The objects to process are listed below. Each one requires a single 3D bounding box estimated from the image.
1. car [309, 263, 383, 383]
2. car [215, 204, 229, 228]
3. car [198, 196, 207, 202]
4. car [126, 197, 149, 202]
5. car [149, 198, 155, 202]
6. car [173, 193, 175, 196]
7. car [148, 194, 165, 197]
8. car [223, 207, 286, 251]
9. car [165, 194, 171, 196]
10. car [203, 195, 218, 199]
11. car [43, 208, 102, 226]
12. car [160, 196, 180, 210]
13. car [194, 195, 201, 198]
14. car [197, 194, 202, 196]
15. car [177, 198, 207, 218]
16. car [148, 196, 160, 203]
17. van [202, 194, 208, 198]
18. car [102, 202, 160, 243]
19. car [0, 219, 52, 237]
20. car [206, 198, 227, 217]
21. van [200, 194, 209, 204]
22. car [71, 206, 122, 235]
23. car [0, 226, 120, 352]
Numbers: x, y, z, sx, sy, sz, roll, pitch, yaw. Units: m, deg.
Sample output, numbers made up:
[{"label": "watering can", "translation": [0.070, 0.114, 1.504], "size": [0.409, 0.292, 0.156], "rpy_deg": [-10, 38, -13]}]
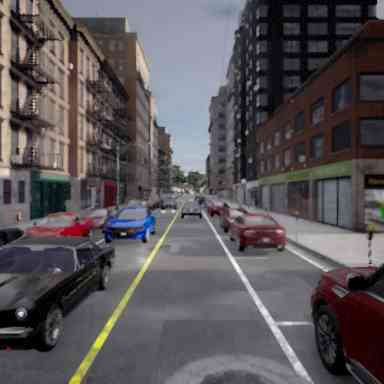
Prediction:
[{"label": "car", "translation": [2.634, 1.314, 2.582], "size": [2.192, 1.841, 5.009], "rpy_deg": [0, 0, 0]}, {"label": "car", "translation": [2.571, 1.591, 19.618], "size": [1.802, 1.307, 4.206], "rpy_deg": [0, 0, 0]}, {"label": "car", "translation": [2.363, 1.608, 76.407], "size": [1.802, 1.307, 4.206], "rpy_deg": [0, 0, 0]}, {"label": "car", "translation": [-5.501, 1.461, 30.952], "size": [1.967, 1.590, 4.097], "rpy_deg": [0, 0, 0]}, {"label": "car", "translation": [-5.523, 1.605, 36.630], "size": [1.802, 1.307, 4.206], "rpy_deg": [0, 0, 0]}, {"label": "car", "translation": [-5.675, 1.349, 76.378], "size": [2.192, 1.841, 5.009], "rpy_deg": [0, 0, 0]}, {"label": "car", "translation": [-5.566, 1.343, 47.987], "size": [2.192, 1.841, 5.009], "rpy_deg": [0, 0, 0]}, {"label": "car", "translation": [2.592, 1.551, 13.939], "size": [1.887, 1.381, 4.507], "rpy_deg": [0, 0, 0]}, {"label": "car", "translation": [-5.632, 1.347, 65.022], "size": [2.192, 1.841, 5.009], "rpy_deg": [0, 0, 0]}, {"label": "car", "translation": [2.509, 1.456, 36.655], "size": [1.967, 1.590, 4.097], "rpy_deg": [0, 0, 0]}, {"label": "car", "translation": [-5.436, 1.558, 13.917], "size": [1.887, 1.381, 4.507], "rpy_deg": [0, 0, 0]}, {"label": "car", "translation": [-2.912, 1.588, 43.146], "size": [1.994, 1.385, 4.181], "rpy_deg": [0, 0, 0]}, {"label": "car", "translation": [-0.093, 1.548, 46.513], "size": [1.812, 1.442, 4.674], "rpy_deg": [0, 0, 0]}, {"label": "car", "translation": [2.426, 1.338, 59.370], "size": [2.192, 1.841, 5.009], "rpy_deg": [0, 0, 0]}, {"label": "car", "translation": [-0.033, 1.563, 29.874], "size": [2.033, 1.411, 5.357], "rpy_deg": [0, 0, 0]}, {"label": "car", "translation": [-5.545, 1.592, 42.308], "size": [1.947, 1.339, 4.313], "rpy_deg": [0, 0, 0]}, {"label": "van", "translation": [2.488, 1.359, 42.334], "size": [1.690, 1.788, 3.998], "rpy_deg": [0, 0, 0]}, {"label": "car", "translation": [-2.889, 1.490, 16.438], "size": [1.882, 1.535, 5.008], "rpy_deg": [0, 0, 0]}, {"label": "car", "translation": [-5.414, 1.576, 8.238], "size": [1.947, 1.339, 4.313], "rpy_deg": [0, 0, 0]}, {"label": "car", "translation": [2.530, 1.558, 30.976], "size": [1.887, 1.381, 4.507], "rpy_deg": [0, 0, 0]}, {"label": "van", "translation": [2.405, 1.366, 65.049], "size": [1.690, 1.788, 3.998], "rpy_deg": [0, 0, 0]}, {"label": "car", "translation": [-5.458, 1.598, 19.595], "size": [1.802, 1.307, 4.206], "rpy_deg": [0, 0, 0]}, {"label": "car", "translation": [-2.867, 1.608, 6.296], "size": [1.895, 1.301, 4.718], "rpy_deg": [0, 0, 0]}]
